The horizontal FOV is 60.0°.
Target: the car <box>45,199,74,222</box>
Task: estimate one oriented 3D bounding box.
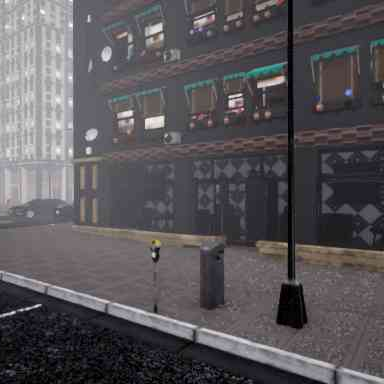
[{"bbox_3d":[-7.336,1.279,22.805,1.947,1.339,4.313,1,1,35],"label":"car"}]

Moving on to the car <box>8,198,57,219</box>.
[{"bbox_3d":[-11.901,1.239,26.400,1.837,1.490,4.892,0,1,35],"label":"car"}]
